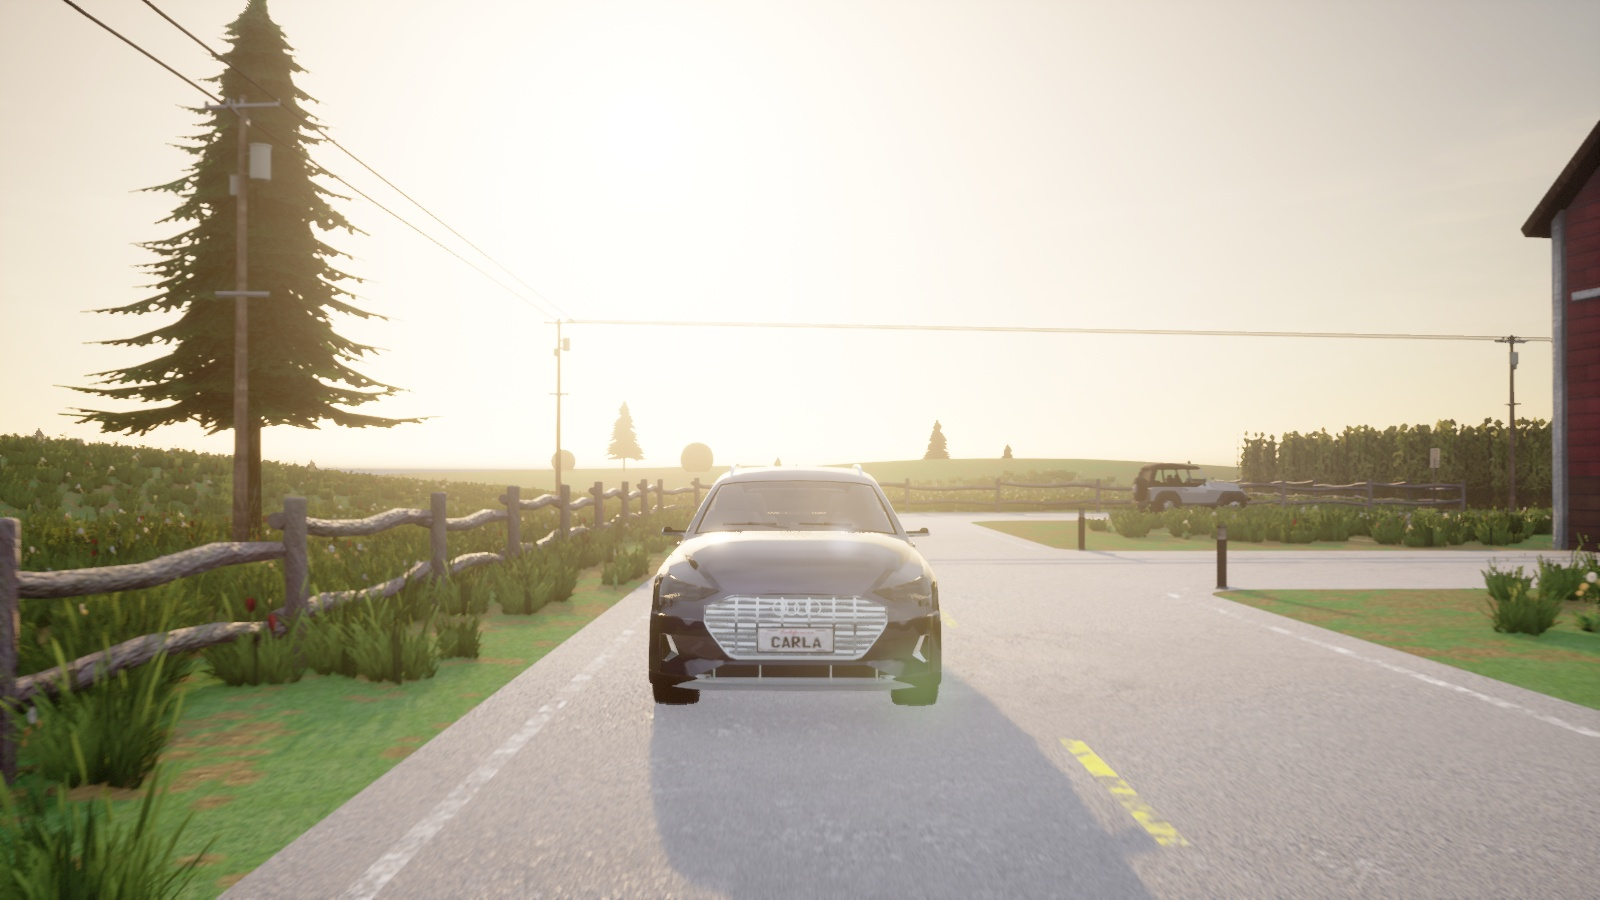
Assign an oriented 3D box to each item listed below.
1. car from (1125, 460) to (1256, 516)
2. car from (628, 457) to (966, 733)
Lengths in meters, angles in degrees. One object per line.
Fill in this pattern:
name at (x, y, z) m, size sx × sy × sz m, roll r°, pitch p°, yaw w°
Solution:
car at (13.456, 1.284, 43.417) m, size 3.866 × 1.878 × 1.905 m, roll 0°, pitch -1°, yaw -5°
car at (-0.025, 0.912, 10.001) m, size 2.033 × 1.649 × 4.856 m, roll 0°, pitch -1°, yaw 0°
